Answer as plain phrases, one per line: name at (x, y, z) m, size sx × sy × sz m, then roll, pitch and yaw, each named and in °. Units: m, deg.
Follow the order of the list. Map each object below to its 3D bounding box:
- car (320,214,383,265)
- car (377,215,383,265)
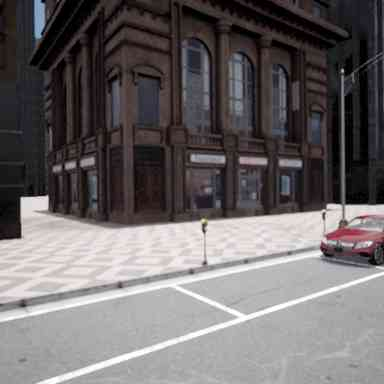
car at (5.973, 1.414, 10.914) m, size 4.206 × 1.307 × 1.802 m, roll -1°, pitch 1°, yaw -36°
car at (6.891, 1.322, 8.299) m, size 5.008 × 1.535 × 1.882 m, roll -1°, pitch 1°, yaw -36°
